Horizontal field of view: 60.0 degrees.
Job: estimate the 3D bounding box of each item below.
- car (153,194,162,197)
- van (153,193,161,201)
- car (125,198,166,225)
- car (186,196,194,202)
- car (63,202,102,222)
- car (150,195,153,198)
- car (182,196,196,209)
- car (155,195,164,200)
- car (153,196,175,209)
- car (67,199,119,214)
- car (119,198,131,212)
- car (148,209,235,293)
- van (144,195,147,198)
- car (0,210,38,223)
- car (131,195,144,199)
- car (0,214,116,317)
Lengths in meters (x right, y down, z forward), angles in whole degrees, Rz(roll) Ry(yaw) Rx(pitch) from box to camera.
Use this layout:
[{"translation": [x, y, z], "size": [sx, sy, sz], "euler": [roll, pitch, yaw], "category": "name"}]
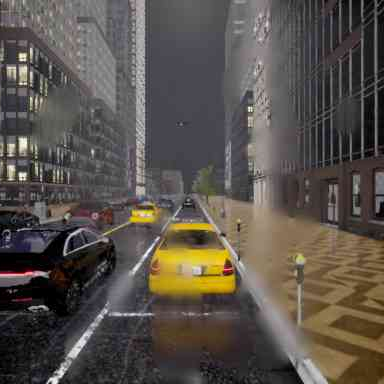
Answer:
[{"translation": [-8.832, 1.391, 78.413], "size": [1.967, 1.590, 4.097], "euler": [0, 0, 0], "category": "car"}, {"translation": [-8.831, 1.286, 84.106], "size": [1.690, 1.788, 3.998], "euler": [0, 0, 0], "category": "van"}, {"translation": [-3.145, 1.451, 23.669], "size": [1.801, 1.575, 5.366], "euler": [0, 0, 0], "category": "car"}, {"translation": [-0.452, 1.533, 78.399], "size": [1.802, 1.307, 4.206], "euler": [0, 0, 0], "category": "car"}, {"translation": [-8.832, 1.575, 27.183], "size": [1.802, 1.307, 4.206], "euler": [0, 0, 0], "category": "car"}, {"translation": [-8.833, 1.551, 61.338], "size": [1.802, 1.307, 4.206], "euler": [0, 0, 0], "category": "car"}, {"translation": [-0.452, 1.548, 44.248], "size": [1.947, 1.339, 4.313], "euler": [0, 0, 0], "category": "car"}, {"translation": [-8.832, 1.504, 89.799], "size": [1.947, 1.339, 4.313], "euler": [0, 0, 0], "category": "car"}, {"translation": [-3.045, 1.534, 38.093], "size": [2.033, 1.411, 5.357], "euler": [0, 0, 0], "category": "car"}, {"translation": [-6.246, 1.348, 20.628], "size": [2.097, 1.767, 4.553], "euler": [0, 0, 0], "category": "car"}, {"translation": [-8.833, 1.537, 38.569], "size": [2.008, 1.369, 4.403], "euler": [0, 0, 0], "category": "car"}, {"translation": [0.004, 1.456, 8.839], "size": [1.801, 1.575, 5.366], "euler": [0, 0, 0], "category": "car"}, {"translation": [-8.832, 1.315, 55.646], "size": [1.690, 1.788, 3.998], "euler": [0, 0, 0], "category": "van"}, {"translation": [-8.833, 1.563, 15.800], "size": [1.947, 1.339, 4.313], "euler": [0, 0, 0], "category": "car"}, {"translation": [-8.833, 1.523, 49.953], "size": [1.887, 1.381, 4.507], "euler": [0, 0, 0], "category": "car"}, {"translation": [-3.047, 1.491, 7.425], "size": [2.128, 1.511, 4.902], "euler": [0, 0, 0], "category": "car"}]
